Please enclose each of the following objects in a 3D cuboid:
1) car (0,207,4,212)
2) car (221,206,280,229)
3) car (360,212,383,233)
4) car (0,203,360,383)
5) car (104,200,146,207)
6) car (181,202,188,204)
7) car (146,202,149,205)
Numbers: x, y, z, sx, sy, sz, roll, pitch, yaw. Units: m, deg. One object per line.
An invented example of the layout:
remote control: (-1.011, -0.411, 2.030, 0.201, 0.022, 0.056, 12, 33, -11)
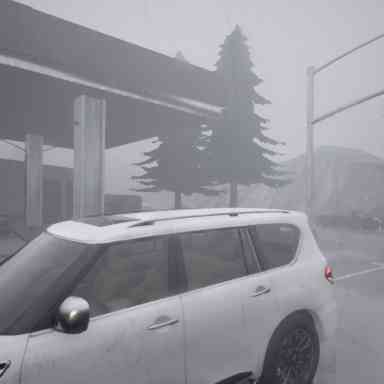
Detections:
car: (-11.583, 1.521, 18.528, 2.242, 1.667, 4.611, 1, 0, -36)
car: (4.267, 1.815, 24.911, 1.994, 1.385, 4.181, 1, 0, -35)
car: (10.443, 1.932, 22.568, 1.895, 1.301, 4.718, 1, 0, -35)
car: (-0.746, 1.256, 3.520, 5.566, 2.045, 2.150, -1, 0, -36)
car: (-4.452, 1.446, 18.318, 1.905, 1.878, 3.866, 1, 0, -36)
car: (-0.648, 1.720, 31.911, 1.812, 1.442, 4.674, 1, 0, -35)
car: (-6.510, 1.651, 40.240, 1.812, 1.442, 4.674, 1, 0, -35)
